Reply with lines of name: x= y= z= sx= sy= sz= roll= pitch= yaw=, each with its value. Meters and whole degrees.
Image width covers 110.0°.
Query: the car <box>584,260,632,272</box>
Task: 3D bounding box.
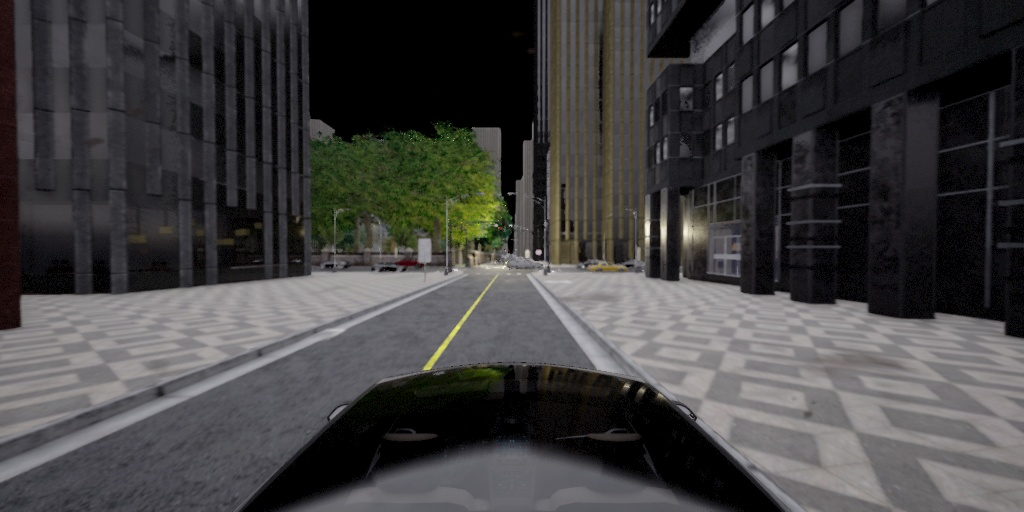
car: x=11.750 y=1.338 z=44.106 sx=4.829 sy=1.417 sz=1.751 roll=0 pitch=0 yaw=0

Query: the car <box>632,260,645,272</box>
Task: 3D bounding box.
car: x=17.092 y=1.371 z=44.079 sx=4.403 sy=1.370 sz=2.007 roll=0 pitch=0 yaw=0

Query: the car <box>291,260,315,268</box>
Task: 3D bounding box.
car: x=-31.418 y=1.172 z=52.851 sx=4.403 sy=1.370 sz=2.007 roll=0 pitch=0 yaw=0

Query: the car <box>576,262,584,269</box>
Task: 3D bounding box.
car: x=11.614 y=1.203 z=52.631 sx=4.403 sy=1.370 sz=2.007 roll=0 pitch=0 yaw=0

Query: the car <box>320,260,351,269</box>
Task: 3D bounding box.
car: x=-25.962 y=1.189 z=52.823 sx=4.313 sy=1.339 sz=1.948 roll=0 pitch=0 yaw=0

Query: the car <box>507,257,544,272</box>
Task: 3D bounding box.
car: x=1.738 y=1.230 z=46.918 sx=4.902 sy=1.511 sz=2.128 roll=1 pitch=0 yaw=0

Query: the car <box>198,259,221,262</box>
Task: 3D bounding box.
car: x=-36.912 y=1.364 z=44.355 sx=4.207 sy=1.307 sz=1.802 roll=0 pitch=0 yaw=0

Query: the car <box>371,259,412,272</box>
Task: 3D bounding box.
car: x=-15.084 y=1.353 z=44.243 sx=4.313 sy=1.339 sz=1.948 roll=0 pitch=0 yaw=0

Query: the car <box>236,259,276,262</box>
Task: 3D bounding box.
car: x=-31.455 y=1.333 z=44.327 sx=4.403 sy=1.370 sz=2.007 roll=0 pitch=0 yaw=0

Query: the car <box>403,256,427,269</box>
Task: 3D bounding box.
car: x=-15.050 y=0.941 z=52.767 sx=5.009 sy=1.841 sz=2.192 roll=0 pitch=0 yaw=0
